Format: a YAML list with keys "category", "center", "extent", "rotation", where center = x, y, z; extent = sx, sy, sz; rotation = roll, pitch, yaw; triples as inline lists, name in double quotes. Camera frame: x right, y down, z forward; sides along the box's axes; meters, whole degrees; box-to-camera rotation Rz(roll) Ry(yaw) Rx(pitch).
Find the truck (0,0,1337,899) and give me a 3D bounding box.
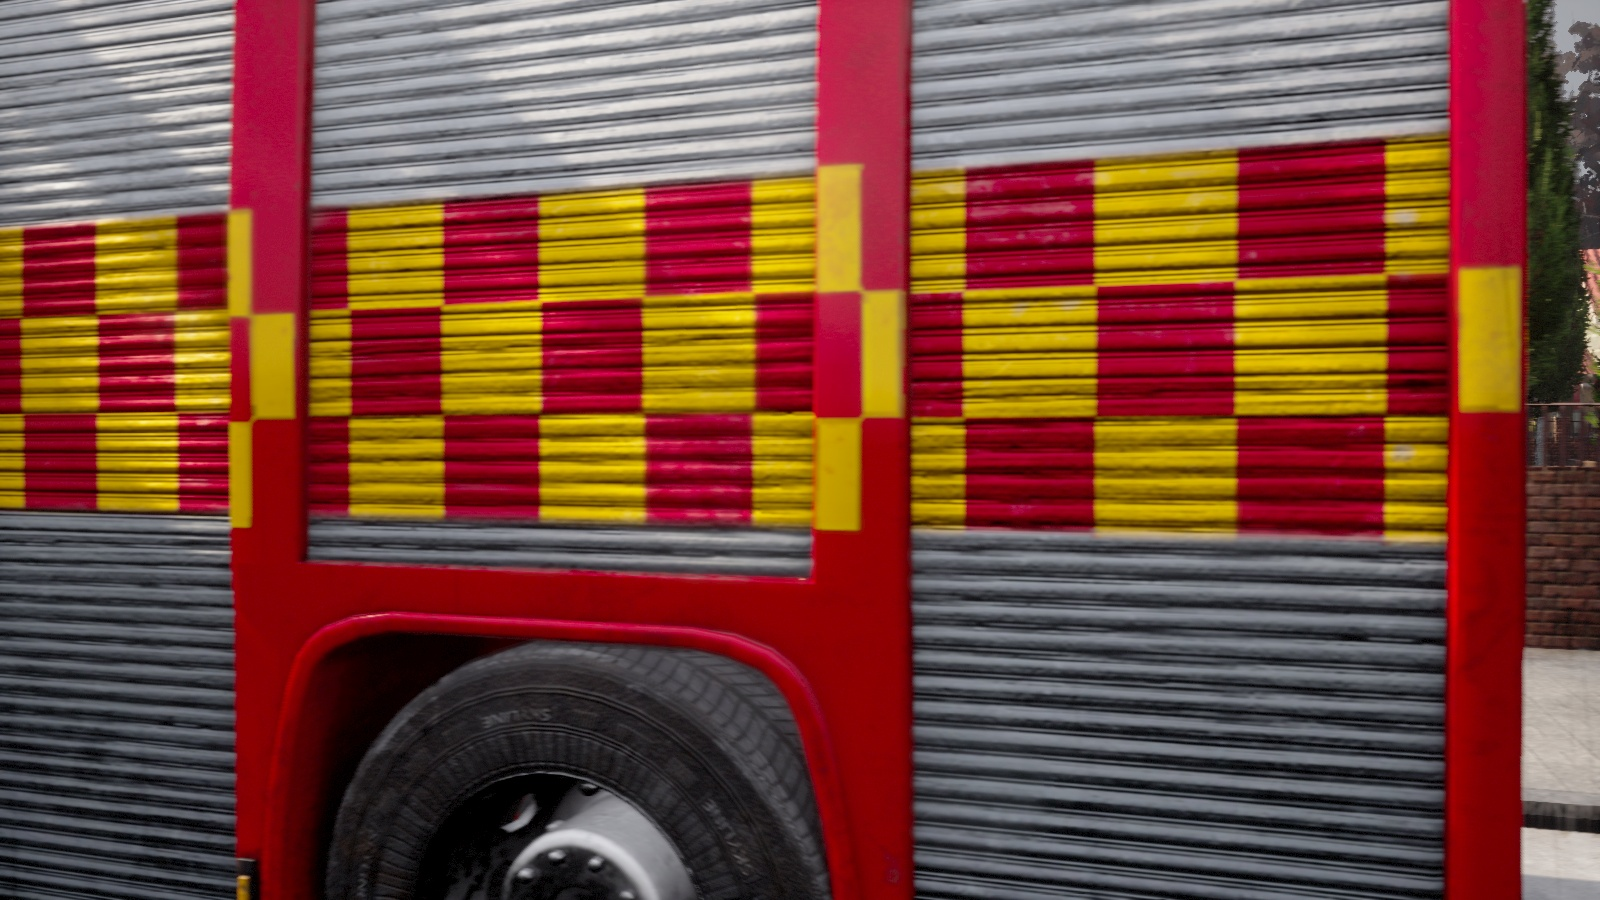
- category: "truck"
  center: [-2.740, -0.423, 4.626]
  extent: [8.468, 3.827, 2.891]
  rotation: [1, 1, 19]
